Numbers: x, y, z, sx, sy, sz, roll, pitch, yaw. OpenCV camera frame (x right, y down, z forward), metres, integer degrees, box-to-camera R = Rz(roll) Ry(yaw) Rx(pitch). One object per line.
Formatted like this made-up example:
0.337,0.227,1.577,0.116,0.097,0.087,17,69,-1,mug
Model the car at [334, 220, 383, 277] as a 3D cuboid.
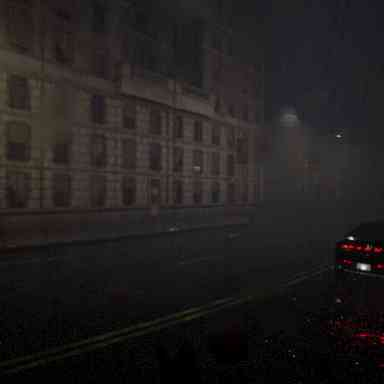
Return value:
5.767,1.583,9.603,1.837,1.490,4.892,0,-1,45,car
